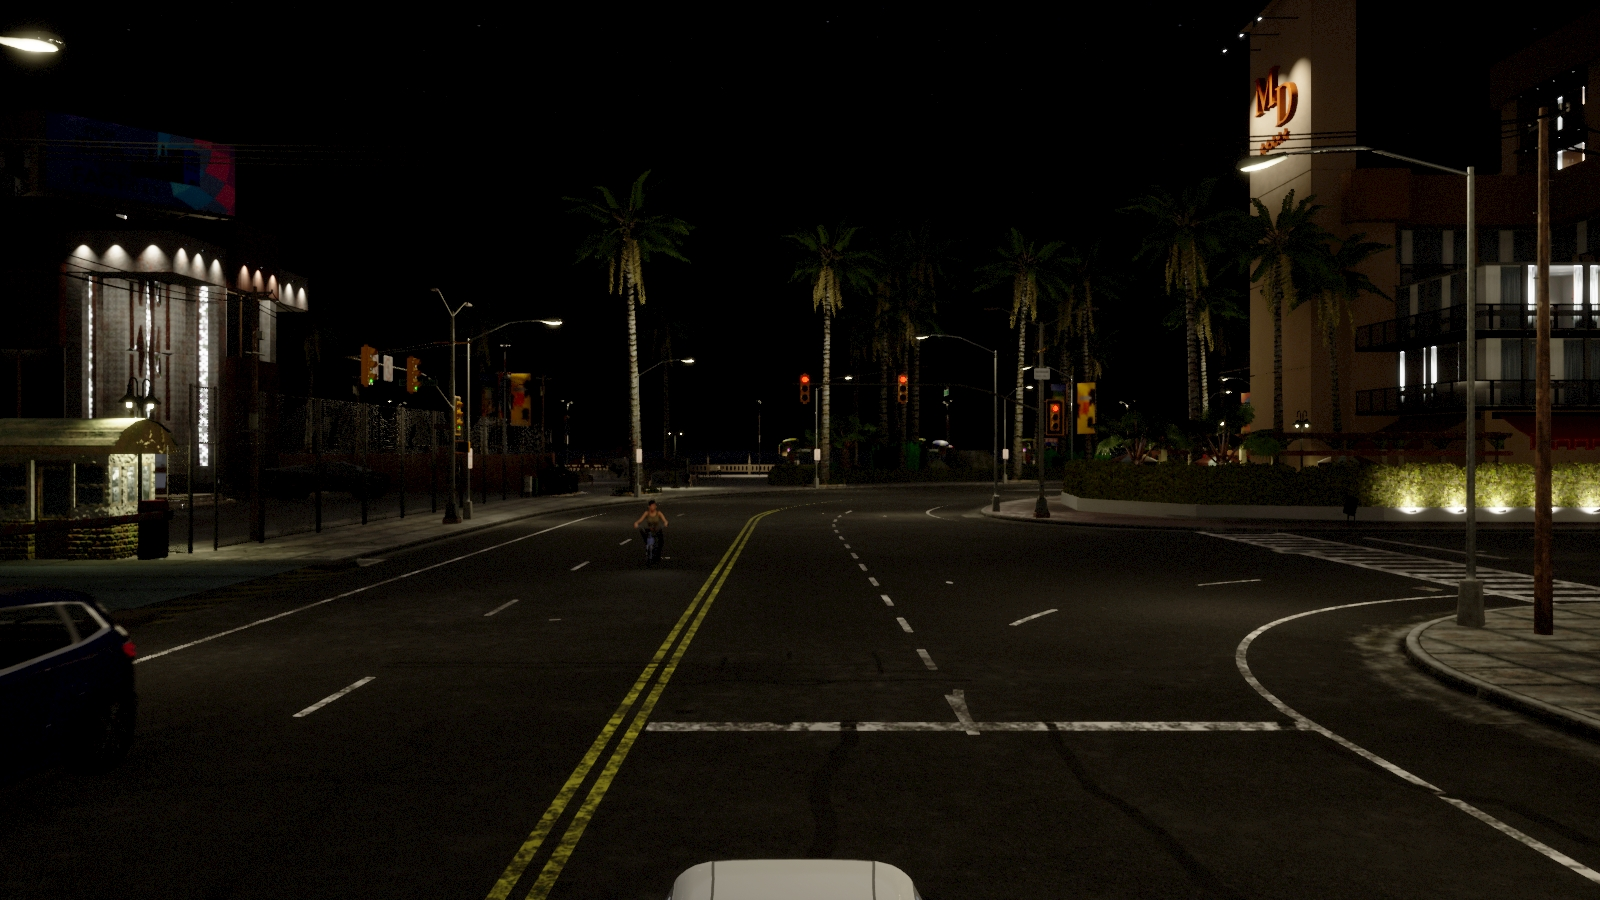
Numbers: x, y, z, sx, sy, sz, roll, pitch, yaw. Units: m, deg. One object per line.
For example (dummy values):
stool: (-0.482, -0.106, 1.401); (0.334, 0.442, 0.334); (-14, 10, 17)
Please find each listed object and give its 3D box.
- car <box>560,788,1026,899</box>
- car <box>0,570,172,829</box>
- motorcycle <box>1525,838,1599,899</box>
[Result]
car: (-0.022, 2.120, 3.707); (1.481, 1.376, 2.207); (0, 0, 0)
car: (-7.029, 1.967, 8.447); (2.242, 1.667, 4.611); (0, 0, 0)
motorcycle: (3.471, 2.213, 3.817); (0.803, 1.145, 2.033); (0, 0, 0)
